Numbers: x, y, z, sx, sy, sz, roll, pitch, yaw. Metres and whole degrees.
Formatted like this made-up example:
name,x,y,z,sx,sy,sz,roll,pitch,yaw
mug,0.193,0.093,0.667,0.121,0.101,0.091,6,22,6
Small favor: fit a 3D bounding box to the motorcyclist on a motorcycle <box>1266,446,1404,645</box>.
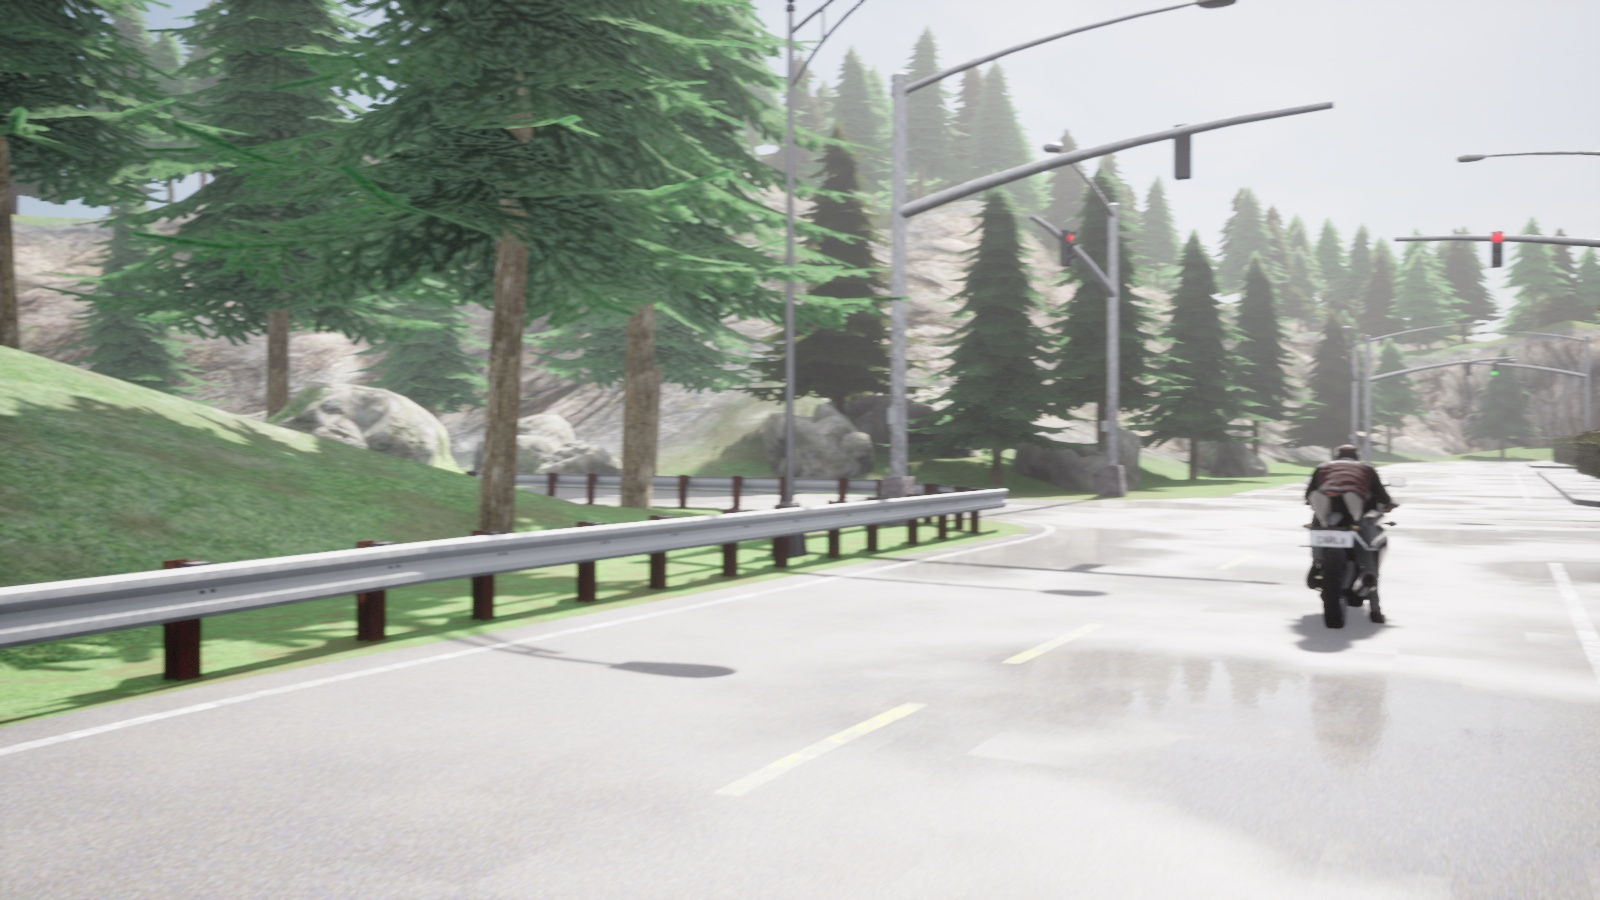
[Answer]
name,x,y,z,sx,sy,sz,roll,pitch,yaw
motorcyclist on a motorcycle,4.677,0.736,10.876,0.866,1.530,2.191,0,0,29
